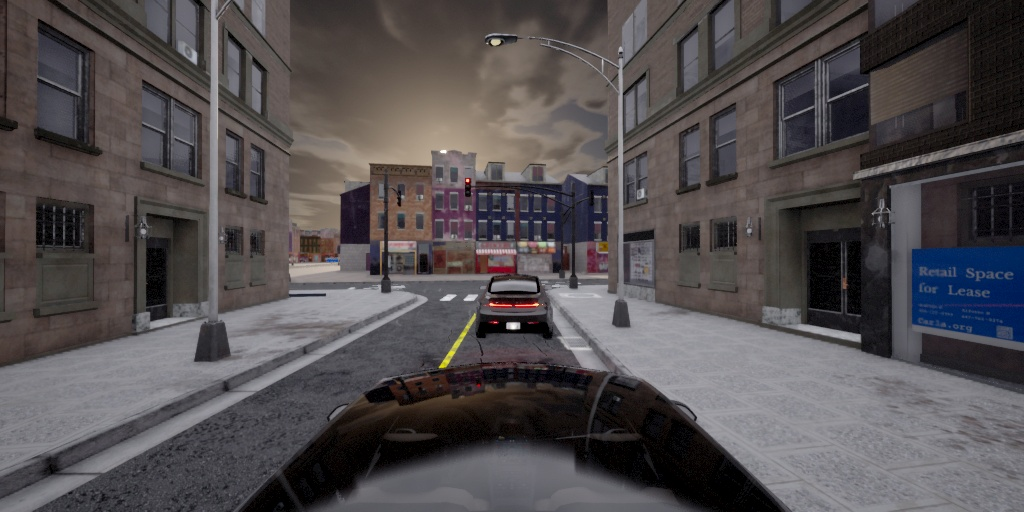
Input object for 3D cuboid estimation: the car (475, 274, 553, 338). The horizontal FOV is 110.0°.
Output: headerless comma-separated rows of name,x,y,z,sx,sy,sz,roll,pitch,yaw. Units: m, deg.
car,0.097,1.255,10.137,1.837,1.490,4.892,0,0,2
